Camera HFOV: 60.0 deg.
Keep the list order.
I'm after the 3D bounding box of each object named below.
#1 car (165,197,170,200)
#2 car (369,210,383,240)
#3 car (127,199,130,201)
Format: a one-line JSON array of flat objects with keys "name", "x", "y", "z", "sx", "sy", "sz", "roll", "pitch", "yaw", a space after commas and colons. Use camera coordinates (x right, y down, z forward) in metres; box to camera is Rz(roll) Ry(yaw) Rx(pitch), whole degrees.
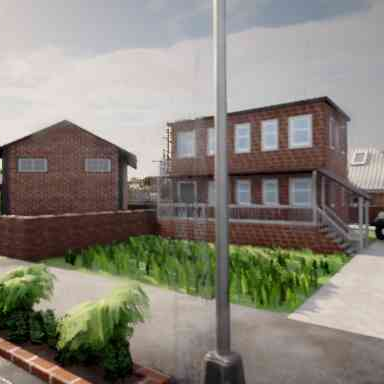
[{"name": "car", "x": -5.230, "y": 1.605, "z": 88.870, "sx": 3.866, "sy": 1.878, "sz": 1.905, "roll": 0, "pitch": 0, "yaw": -19}, {"name": "car", "x": 8.824, "y": 0.972, "z": 12.358, "sx": 3.866, "sy": 1.878, "sz": 1.905, "roll": -1, "pitch": 0, "yaw": 36}, {"name": "car", "x": -11.087, "y": 1.938, "z": 53.540, "sx": 2.128, "sy": 1.511, "sz": 4.902, "roll": -1, "pitch": -1, "yaw": 36}]
